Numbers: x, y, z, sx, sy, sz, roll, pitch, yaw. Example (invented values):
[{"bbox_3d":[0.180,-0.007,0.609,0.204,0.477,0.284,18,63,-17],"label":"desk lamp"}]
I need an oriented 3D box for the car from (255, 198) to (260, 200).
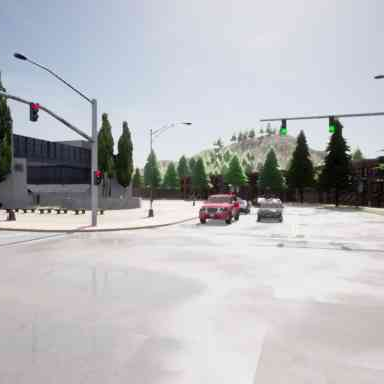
[{"bbox_3d":[9.919,1.547,47.760,2.033,1.411,5.357,0,0,-3],"label":"car"}]

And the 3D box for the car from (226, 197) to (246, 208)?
[{"bbox_3d":[6.362,1.478,48.493,1.882,1.535,5.008,0,0,-5],"label":"car"}]

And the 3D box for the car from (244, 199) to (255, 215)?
[{"bbox_3d":[5.104,1.547,34.883,2.033,1.411,5.357,0,0,15],"label":"car"}]

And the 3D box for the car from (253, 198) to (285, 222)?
[{"bbox_3d":[6.320,1.505,26.682,1.837,1.490,4.892,0,0,17],"label":"car"}]

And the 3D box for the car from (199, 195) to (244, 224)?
[{"bbox_3d":[2.201,1.221,25.144,2.150,2.045,5.566,0,0,18],"label":"car"}]

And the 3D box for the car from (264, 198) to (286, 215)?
[{"bbox_3d":[8.803,1.491,35.764,2.128,1.511,4.902,0,0,12],"label":"car"}]
